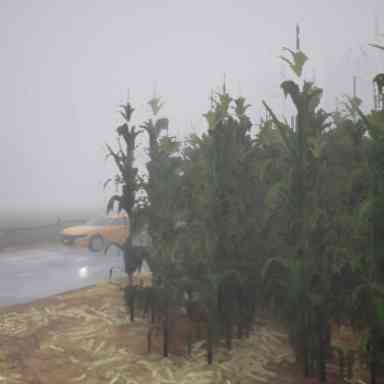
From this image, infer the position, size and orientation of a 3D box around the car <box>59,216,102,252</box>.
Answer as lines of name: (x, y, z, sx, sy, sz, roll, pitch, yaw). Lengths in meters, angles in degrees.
car: (-3.973, 1.838, 16.214, 1.882, 1.535, 5.008, -1, -1, 34)
